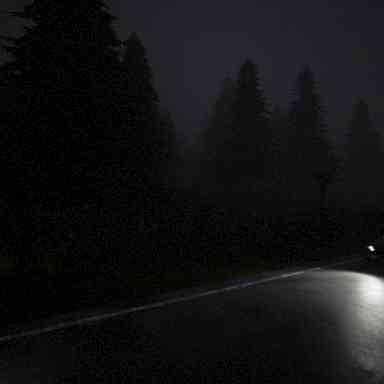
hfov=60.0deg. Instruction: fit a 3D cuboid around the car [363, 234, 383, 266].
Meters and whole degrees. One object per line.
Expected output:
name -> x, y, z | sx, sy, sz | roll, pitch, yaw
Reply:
car -> 7.115, 1.322, 9.370 | 5.357, 1.411, 2.033 | -1, 2, -33
